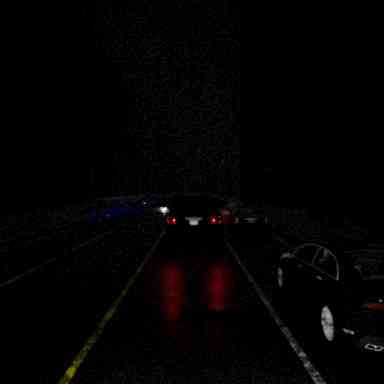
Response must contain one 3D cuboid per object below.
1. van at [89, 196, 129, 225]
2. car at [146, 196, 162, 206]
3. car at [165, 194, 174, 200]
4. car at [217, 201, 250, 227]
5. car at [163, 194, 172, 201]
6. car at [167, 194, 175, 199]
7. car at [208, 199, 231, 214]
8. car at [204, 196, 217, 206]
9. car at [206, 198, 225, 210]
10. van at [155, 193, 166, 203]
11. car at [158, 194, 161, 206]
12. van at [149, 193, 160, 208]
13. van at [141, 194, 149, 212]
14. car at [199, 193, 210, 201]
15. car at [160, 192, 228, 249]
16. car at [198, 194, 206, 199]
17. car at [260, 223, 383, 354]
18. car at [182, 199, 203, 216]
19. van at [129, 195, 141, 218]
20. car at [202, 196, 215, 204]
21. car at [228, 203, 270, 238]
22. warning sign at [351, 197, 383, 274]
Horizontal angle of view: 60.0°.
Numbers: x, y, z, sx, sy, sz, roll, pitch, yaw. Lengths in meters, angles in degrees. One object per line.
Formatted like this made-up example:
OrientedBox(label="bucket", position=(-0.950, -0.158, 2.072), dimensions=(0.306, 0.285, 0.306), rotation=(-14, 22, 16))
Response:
OrientedBox(label="van", position=(-5.769, 1.250, 22.899), dimensions=(1.690, 1.788, 3.998), rotation=(0, 0, 0))
OrientedBox(label="car", position=(-5.778, 1.351, 50.992), dimensions=(1.887, 1.381, 4.507), rotation=(0, 0, 0))
OrientedBox(label="car", position=(-5.790, 1.247, 84.708), dimensions=(2.008, 1.369, 4.403), rotation=(0, 0, 0))
OrientedBox(label="car", position=(2.756, 1.433, 23.079), dimensions=(1.752, 1.417, 4.829), rotation=(0, 0, 0))
OrientedBox(label="car", position=(-5.787, 1.239, 78.913), dimensions=(1.752, 1.417, 4.829), rotation=(0, 0, 0))
OrientedBox(label="car", position=(-5.791, 1.225, 90.320), dimensions=(1.887, 1.381, 4.507), rotation=(0, 0, 0))
OrientedBox(label="car", position=(2.752, 1.432, 34.147), dimensions=(1.947, 1.339, 4.313), rotation=(0, 0, 0))
OrientedBox(label="car", position=(2.747, 1.331, 51.173), dimensions=(1.752, 1.417, 4.829), rotation=(0, 0, 0))
OrientedBox(label="car", position=(2.751, 1.412, 39.765), dimensions=(1.947, 1.339, 4.313), rotation=(0, 0, 0))
OrientedBox(label="van", position=(-5.782, 1.108, 62.228), dimensions=(1.690, 1.788, 3.998), rotation=(0, 0, 0))
OrientedBox(label="car", position=(-3.102, 1.390, 45.332), dimensions=(1.994, 1.385, 4.181), rotation=(0, 0, 0))
OrientedBox(label="van", position=(-5.776, 1.167, 45.373), dimensions=(1.690, 1.788, 3.998), rotation=(0, 0, 0))
OrientedBox(label="van", position=(-5.772, 1.208, 34.136), dimensions=(1.690, 1.788, 3.998), rotation=(0, 0, 0))
OrientedBox(label="car", position=(2.739, 1.045, 73.477), dimensions=(2.192, 1.841, 5.009), rotation=(0, 0, 0))
OrientedBox(label="car", position=(0.080, 1.162, 14.298), dimensions=(2.150, 2.045, 5.566), rotation=(0, 0, 0))
OrientedBox(label="car", position=(2.734, 1.231, 90.334), dimensions=(2.008, 1.369, 4.403), rotation=(0, 0, 0))
OrientedBox(label="car", position=(2.762, 1.526, 6.053), dimensions=(2.008, 1.369, 4.403), rotation=(0, 0, 0))
OrientedBox(label="car", position=(0.076, 1.402, 31.415), dimensions=(1.812, 1.442, 4.674), rotation=(0, 0, 0))
OrientedBox(label="van", position=(-5.771, 1.228, 28.518), dimensions=(1.690, 1.788, 3.998), rotation=(0, 0, 0))
OrientedBox(label="car", position=(2.745, 1.352, 56.621), dimensions=(1.947, 1.339, 4.313), rotation=(0, 0, 0))
OrientedBox(label="car", position=(2.758, 1.370, 17.290), dimensions=(1.967, 1.590, 4.097), rotation=(0, 0, 0))
OrientedBox(label="warning sign", position=(5.063, 1.080, 8.701), dimensions=(1.300, 1.860, 1.060), rotation=(0, 0, 0))
